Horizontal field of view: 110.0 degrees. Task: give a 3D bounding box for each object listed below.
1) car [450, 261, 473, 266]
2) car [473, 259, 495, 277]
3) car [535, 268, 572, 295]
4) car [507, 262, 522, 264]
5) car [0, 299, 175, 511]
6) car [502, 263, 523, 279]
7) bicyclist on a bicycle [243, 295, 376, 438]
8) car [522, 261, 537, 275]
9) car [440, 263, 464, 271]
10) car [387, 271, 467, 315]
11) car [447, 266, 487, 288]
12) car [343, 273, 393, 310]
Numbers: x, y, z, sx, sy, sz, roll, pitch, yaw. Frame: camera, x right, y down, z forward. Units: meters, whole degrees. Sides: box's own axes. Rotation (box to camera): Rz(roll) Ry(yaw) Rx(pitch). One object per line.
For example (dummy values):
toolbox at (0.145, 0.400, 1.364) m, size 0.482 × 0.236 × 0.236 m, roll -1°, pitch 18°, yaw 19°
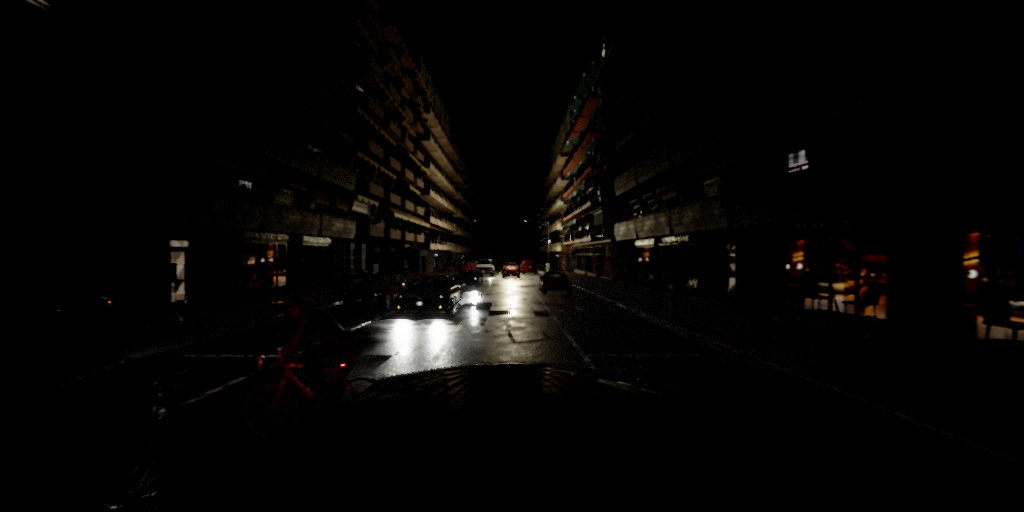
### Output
car at (-5.867, 1.466, 38.391) m, size 2.192 × 1.841 × 5.009 m, roll 0°, pitch 0°, yaw 0°
car at (-3.300, 1.419, 43.614) m, size 2.150 × 2.045 × 5.566 m, roll 0°, pitch 1°, yaw 0°
car at (2.565, 1.549, 21.501) m, size 1.802 × 1.307 × 4.207 m, roll 0°, pitch 0°, yaw 0°
car at (-0.129, 1.615, 48.977) m, size 2.097 × 1.767 × 4.553 m, roll 0°, pitch -1°, yaw 0°
car at (-3.249, 1.041, 0.614) m, size 2.097 × 1.767 × 4.553 m, roll 1°, pitch 1°, yaw -9°
car at (-0.080, 1.757, 38.970) m, size 1.895 × 1.301 × 4.718 m, roll 0°, pitch -1°, yaw 0°
bicyclist on a bicycle at (-2.177, 1.250, 3.998) m, size 1.656 × 1.620 × 0.582 m, roll -2°, pitch 1°, yaw -2°
car at (2.424, 1.586, 49.820) m, size 2.192 × 1.841 × 5.009 m, roll 0°, pitch 0°, yaw 0°
car at (-5.839, 1.616, 32.556) m, size 1.751 × 1.417 × 4.829 m, roll 0°, pitch 0°, yaw 0°
car at (-3.149, 1.453, 14.200) m, size 1.994 × 1.385 × 4.181 m, roll 0°, pitch -1°, yaw 0°
car at (-3.179, 1.620, 26.194) m, size 1.895 × 1.301 × 4.718 m, roll 0°, pitch -1°, yaw 0°
car at (-5.755, 1.451, 15.735) m, size 1.888 × 1.381 × 4.507 m, roll 0°, pitch 0°, yaw 0°
